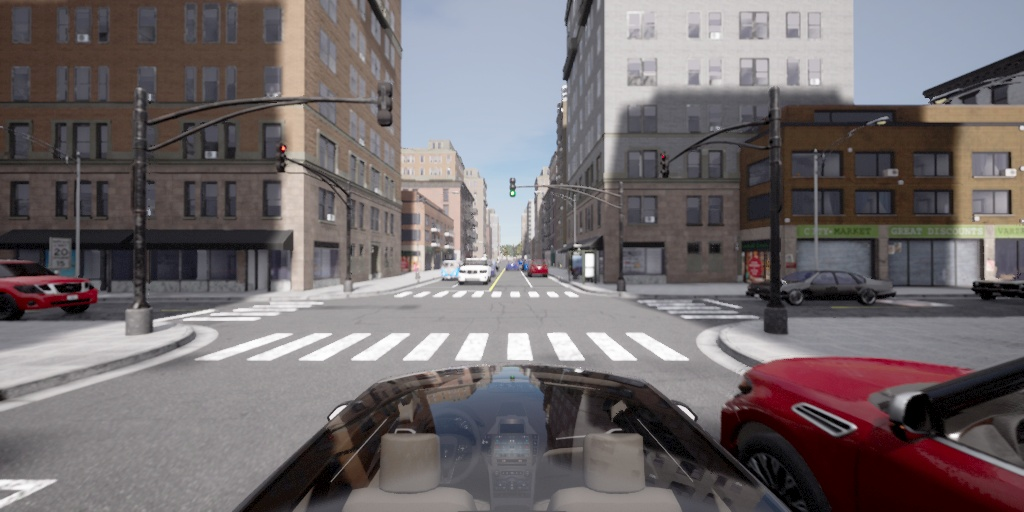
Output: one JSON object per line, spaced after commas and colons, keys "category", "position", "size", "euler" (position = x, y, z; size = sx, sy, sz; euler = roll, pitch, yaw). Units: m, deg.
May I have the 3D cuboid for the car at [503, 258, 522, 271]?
{"category": "car", "position": [0.059, 1.496, 57.419], "size": [2.097, 1.767, 4.553], "euler": [0, 0, 1]}

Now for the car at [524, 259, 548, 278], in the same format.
{"category": "car", "position": [2.711, 1.323, 38.075], "size": [2.192, 1.841, 5.009], "euler": [0, 0, 0]}

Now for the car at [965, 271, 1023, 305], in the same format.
{"category": "car", "position": [23.281, 1.342, 15.592], "size": [4.718, 1.301, 1.895], "euler": [0, 0, 0]}

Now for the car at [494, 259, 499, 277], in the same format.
{"category": "car", "position": [-2.842, 1.364, 38.615], "size": [2.097, 1.767, 4.553], "euler": [0, 0, 0]}

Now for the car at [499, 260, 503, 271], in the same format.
{"category": "car", "position": [-2.810, 1.719, 53.757], "size": [1.895, 1.301, 4.718], "euler": [0, 0, 0]}

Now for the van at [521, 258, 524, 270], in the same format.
{"category": "van", "position": [2.699, 1.463, 54.294], "size": [1.690, 1.789, 3.998], "euler": [0, 0, 0]}

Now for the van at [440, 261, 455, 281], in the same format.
{"category": "van", "position": [-5.403, 1.311, 32.669], "size": [1.690, 1.789, 3.998], "euler": [0, 0, 0]}

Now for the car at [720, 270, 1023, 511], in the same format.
{"category": "car", "position": [2.636, 1.057, 0.705], "size": [2.192, 1.841, 5.009], "euler": [0, 0, 0]}

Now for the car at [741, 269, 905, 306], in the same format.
{"category": "car", "position": [13.291, 1.332, 15.580], "size": [5.357, 1.411, 2.033], "euler": [0, 0, 0]}

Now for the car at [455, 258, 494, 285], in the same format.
{"category": "car", "position": [-2.846, 1.162, 28.407], "size": [2.150, 2.045, 5.566], "euler": [0, 0, 0]}

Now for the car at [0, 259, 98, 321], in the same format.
{"category": "car", "position": [-18.197, 1.123, 12.589], "size": [5.566, 2.045, 2.150], "euler": [0, 0, 0]}
